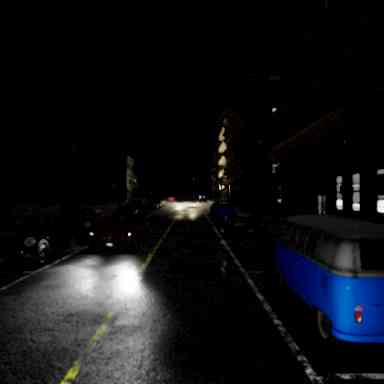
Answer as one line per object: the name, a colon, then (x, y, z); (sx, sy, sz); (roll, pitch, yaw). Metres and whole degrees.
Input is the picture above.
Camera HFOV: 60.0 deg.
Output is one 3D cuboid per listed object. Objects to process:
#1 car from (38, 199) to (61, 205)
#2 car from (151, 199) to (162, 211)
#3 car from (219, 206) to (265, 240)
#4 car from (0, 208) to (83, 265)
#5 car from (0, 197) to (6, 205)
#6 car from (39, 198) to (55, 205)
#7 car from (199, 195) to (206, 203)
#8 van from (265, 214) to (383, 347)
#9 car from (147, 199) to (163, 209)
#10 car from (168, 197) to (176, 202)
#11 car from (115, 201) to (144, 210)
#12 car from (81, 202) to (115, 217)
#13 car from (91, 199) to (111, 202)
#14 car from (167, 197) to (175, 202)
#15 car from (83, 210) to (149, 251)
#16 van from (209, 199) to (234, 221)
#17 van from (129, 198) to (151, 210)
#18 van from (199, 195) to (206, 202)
car: (-30.685, 2.203, 71.770); (4.206, 1.307, 1.802); (0, -1, 1)
car: (-5.649, 1.720, 45.666); (1.967, 1.590, 4.097); (1, 0, 0)
car: (2.699, 1.659, 17.470); (1.887, 1.381, 4.507); (1, 0, 0)
car: (-5.653, 1.519, 11.791); (1.967, 1.590, 4.097); (1, 0, 0)
car: (-42.920, 1.996, 71.896); (5.009, 1.841, 2.192); (0, -1, 1)
car: (-26.383, 1.868, 63.076); (4.097, 1.590, 1.967); (0, -1, 1)
car: (2.694, 2.024, 83.831); (2.008, 1.369, 4.403); (1, 0, 0)
van: (2.702, 1.383, 6.177); (1.690, 1.788, 3.998); (1, 0, 0)
car: (-5.651, 1.856, 51.311); (1.887, 1.381, 4.507); (1, 0, 0)
car: (-5.687, 2.069, 94.955); (1.887, 1.381, 4.507); (1, 0, 0)
car: (-5.649, 1.728, 28.727); (1.887, 1.381, 4.507); (1, 0, 0)
car: (-5.647, 1.555, 17.437); (1.967, 1.590, 4.097); (1, 0, 0)
car: (-19.724, 2.119, 71.622); (4.403, 1.369, 2.008); (0, -1, 1)
car: (-5.688, 2.081, 89.374); (1.802, 1.307, 4.206); (1, 0, 0)
car: (-3.102, 1.699, 14.790); (1.895, 1.301, 4.718); (0, 0, 0)
van: (2.701, 1.524, 28.762); (1.690, 1.788, 3.998); (1, 0, 0)
van: (-5.647, 1.558, 34.374); (1.690, 1.788, 3.998); (1, 0, 0)
van: (2.696, 1.839, 89.411); (1.690, 1.788, 3.998); (1, 0, 0)
